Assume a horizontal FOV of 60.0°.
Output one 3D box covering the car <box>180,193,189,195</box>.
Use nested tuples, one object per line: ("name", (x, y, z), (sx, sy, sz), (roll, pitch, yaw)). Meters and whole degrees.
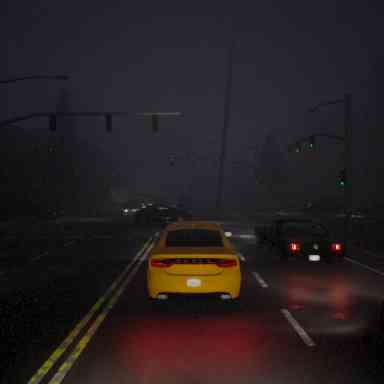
("car", (-1.562, 1.256, 68.891), (2.150, 2.045, 5.566), (0, 0, -1))

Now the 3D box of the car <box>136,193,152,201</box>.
("car", (-8.423, 1.249, 55.743), (2.150, 2.045, 5.566), (0, 0, -1))

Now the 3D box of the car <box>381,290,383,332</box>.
("car", (3.598, 1.479, 2.694), (1.882, 1.535, 5.008), (0, 0, 0))

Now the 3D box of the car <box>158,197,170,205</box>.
("car", (-5.010, 1.594, 59.764), (1.994, 1.385, 4.181), (0, 0, -1))

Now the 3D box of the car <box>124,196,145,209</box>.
("car", (-8.193, 1.587, 46.423), (1.994, 1.385, 4.181), (0, 0, -1))

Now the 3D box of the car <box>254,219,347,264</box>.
("car", (3.506, 1.607, 11.784), (1.895, 1.301, 4.718), (0, 0, -1))

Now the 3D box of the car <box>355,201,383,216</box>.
("car", (18.783, 1.564, 32.178), (5.357, 1.411, 2.033), (0, 0, -2))

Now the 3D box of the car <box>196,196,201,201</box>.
("car", (1.333, 1.640, 88.198), (1.895, 1.301, 4.718), (0, 0, -1))

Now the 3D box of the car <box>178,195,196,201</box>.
("car", (-0.942, 1.514, 45.034), (2.128, 1.511, 4.902), (0, 0, -1))

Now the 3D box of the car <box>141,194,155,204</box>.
("car", (-8.622, 1.385, 65.543), (2.097, 1.767, 4.553), (0, 0, -1))

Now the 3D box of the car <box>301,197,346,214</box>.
("car", (14.094, 1.370, 35.545), (4.553, 1.767, 2.097), (0, 0, -2))

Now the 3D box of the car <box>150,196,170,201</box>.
("car", (-4.778, 1.589, 49.734), (1.994, 1.385, 4.181), (0, 0, -1))

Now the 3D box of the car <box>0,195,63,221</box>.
("car", (-13.479, 1.235, 27.031), (5.566, 2.045, 2.150), (0, 0, -5))

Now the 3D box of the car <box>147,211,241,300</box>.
("car", (0.037, 1.482, 8.461), (1.882, 1.535, 5.008), (0, 0, 0))

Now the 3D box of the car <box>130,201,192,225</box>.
("car", (-2.096, 1.576, 24.043), (4.181, 1.385, 1.994), (0, 0, -4))
